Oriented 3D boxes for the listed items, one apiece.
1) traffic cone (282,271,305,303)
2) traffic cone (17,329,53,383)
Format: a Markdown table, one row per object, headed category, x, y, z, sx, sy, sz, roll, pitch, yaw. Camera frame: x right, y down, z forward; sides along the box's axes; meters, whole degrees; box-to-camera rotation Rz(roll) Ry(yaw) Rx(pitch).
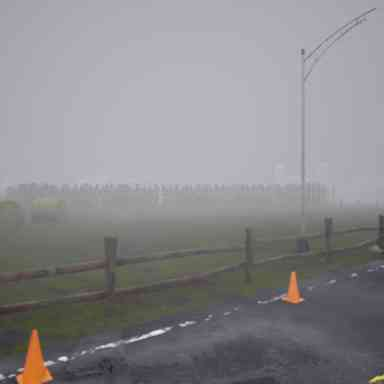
| category | x | y | z | sx | sy | sz | roll | pitch | yaw |
| --- | --- | --- | --- | --- | --- | --- | --- | --- | --- |
| traffic cone | 2.120 | 1.954 | 6.943 | 0.340 | 0.580 | 0.340 | 0 | 0 | -36 |
| traffic cone | -1.898 | 1.959 | 4.015 | 0.340 | 0.580 | 0.340 | 0 | 0 | -36 |
